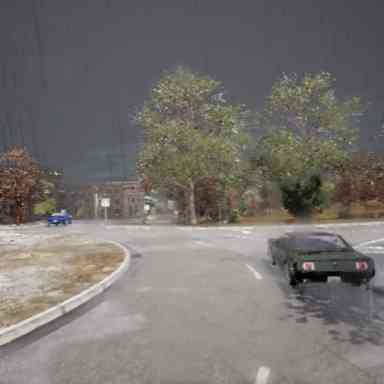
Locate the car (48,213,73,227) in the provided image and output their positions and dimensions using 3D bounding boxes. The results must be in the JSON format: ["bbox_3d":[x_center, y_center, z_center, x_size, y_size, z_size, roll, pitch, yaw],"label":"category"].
[{"bbox_3d":[-15.212,3.156,38.640,1.882,1.535,5.008,-1,-4,-8],"label":"car"}]

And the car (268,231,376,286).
[{"bbox_3d":[3.516,1.829,10.027,1.895,1.301,4.718,-2,-2,5],"label":"car"}]
